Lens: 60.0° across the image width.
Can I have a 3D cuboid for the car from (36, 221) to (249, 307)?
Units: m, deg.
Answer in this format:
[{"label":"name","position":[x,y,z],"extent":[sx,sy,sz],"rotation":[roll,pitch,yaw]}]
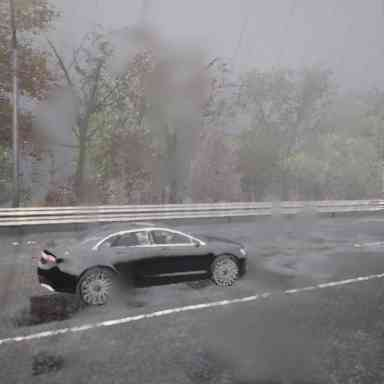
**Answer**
[{"label":"car","position":[-0.951,1.452,7.804],"extent":[4.902,1.511,2.128],"rotation":[0,1,-26]}]
